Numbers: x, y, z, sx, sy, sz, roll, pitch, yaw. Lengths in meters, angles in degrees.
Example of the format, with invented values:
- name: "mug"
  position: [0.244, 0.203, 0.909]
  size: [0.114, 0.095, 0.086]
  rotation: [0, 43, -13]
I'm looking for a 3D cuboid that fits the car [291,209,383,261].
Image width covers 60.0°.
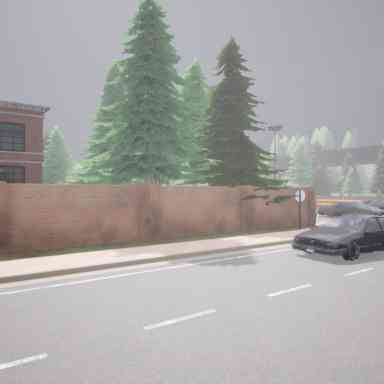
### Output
- name: "car"
  position: [6.174, 1.547, 12.346]
  size: [5.357, 1.411, 2.033]
  rotation: [0, 0, -31]

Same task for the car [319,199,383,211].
- name: "car"
  position: [13.326, 1.547, 27.822]
  size: [2.033, 1.411, 5.357]
  rotation: [0, 0, -35]
